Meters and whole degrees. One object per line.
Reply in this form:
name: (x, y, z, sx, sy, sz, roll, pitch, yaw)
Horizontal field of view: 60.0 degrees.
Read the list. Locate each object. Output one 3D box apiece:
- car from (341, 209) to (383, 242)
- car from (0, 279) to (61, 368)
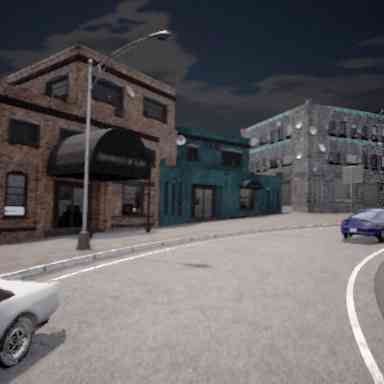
car: (9.208, 1.571, 16.540, 4.674, 1.442, 1.812, 0, -2, -36)
car: (-3.367, 1.569, 3.127, 1.895, 1.301, 4.718, 1, -1, 11)
